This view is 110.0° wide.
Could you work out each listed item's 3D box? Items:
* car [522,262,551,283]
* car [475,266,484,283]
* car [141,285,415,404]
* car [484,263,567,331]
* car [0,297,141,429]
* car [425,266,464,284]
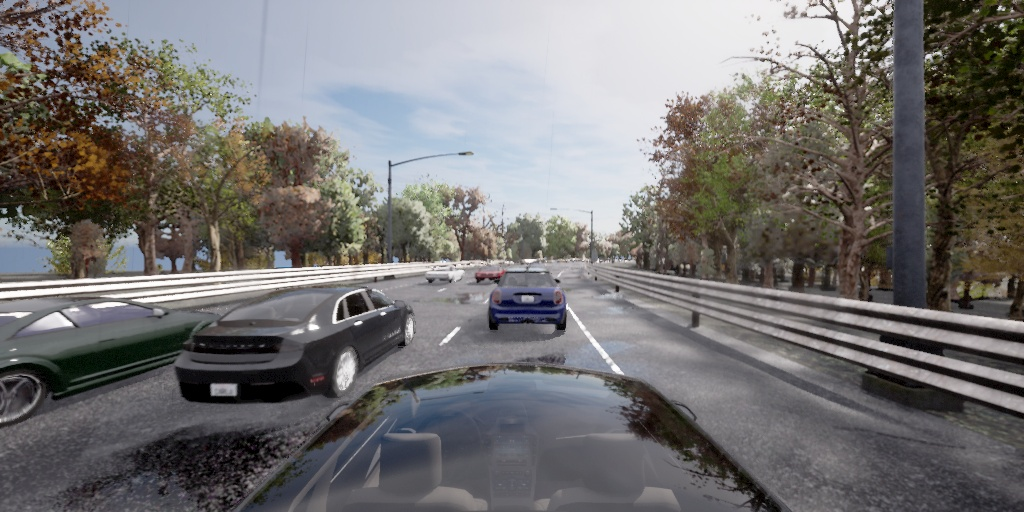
[{"bbox_3d":[2.176,1.330,29.968,2.128,1.511,4.902,0,0,7],"label":"car"},{"bbox_3d":[-1.546,1.422,28.426,1.895,1.301,4.718,0,0,7],"label":"car"},{"bbox_3d":[-3.231,1.269,6.525,1.837,1.490,4.892,0,0,2],"label":"car"},{"bbox_3d":[0.480,1.130,11.305,2.097,1.767,4.553,0,0,2],"label":"car"},{"bbox_3d":[-6.755,1.322,5.628,1.994,1.385,4.181,0,0,2],"label":"car"},{"bbox_3d":[-5.126,1.411,28.064,1.895,1.301,4.718,0,0,7],"label":"car"}]
